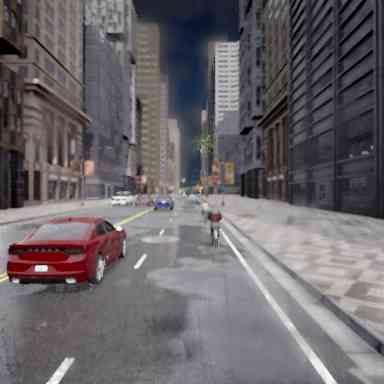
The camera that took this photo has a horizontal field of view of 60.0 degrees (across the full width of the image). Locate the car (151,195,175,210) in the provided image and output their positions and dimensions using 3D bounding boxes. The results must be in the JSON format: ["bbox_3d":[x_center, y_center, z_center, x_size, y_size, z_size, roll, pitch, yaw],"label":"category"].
[{"bbox_3d":[-3.149,1.167,38.975,2.097,1.767,4.553,0,0,0],"label":"car"}]

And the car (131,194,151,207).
[{"bbox_3d":[-6.569,1.122,45.633,2.097,1.767,4.553,0,0,0],"label":"car"}]

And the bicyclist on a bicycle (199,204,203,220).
[{"bbox_3d":[0.909,1.339,23.102,0.866,1.612,1.509,0,-1,0],"label":"bicyclist on a bicycle"}]

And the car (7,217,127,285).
[{"bbox_3d":[-3.150,1.438,9.423,1.882,1.535,5.008,0,0,0],"label":"car"}]

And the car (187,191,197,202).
[{"bbox_3d":[0.089,1.145,64.221,1.812,1.442,4.674,0,1,0],"label":"car"}]

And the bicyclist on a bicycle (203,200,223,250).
[{"bbox_3d":[0.894,1.316,13.122,0.659,1.776,1.843,0,0,0],"label":"bicyclist on a bicycle"}]

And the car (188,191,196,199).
[{"bbox_3d":[0.004,0.685,82.836,2.150,2.045,5.566,0,0,0],"label":"car"}]

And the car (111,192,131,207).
[{"bbox_3d":[-9.805,0.981,46.981,2.150,2.045,5.566,0,1,1],"label":"car"}]
